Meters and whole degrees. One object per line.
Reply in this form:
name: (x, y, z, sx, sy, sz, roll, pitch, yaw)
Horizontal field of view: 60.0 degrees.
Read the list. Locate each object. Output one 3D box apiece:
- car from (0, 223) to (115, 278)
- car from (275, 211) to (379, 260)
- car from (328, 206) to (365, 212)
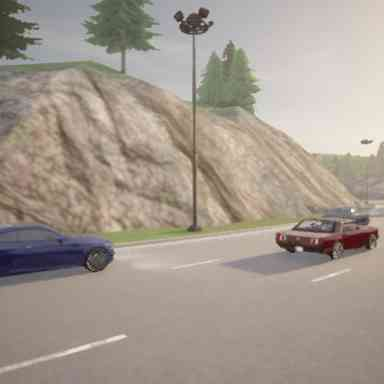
car: (-4.476, 1.583, 9.261, 4.674, 1.442, 1.812, 0, 0, -36)
car: (5.304, 1.628, 12.642, 4.718, 1.301, 1.895, 0, 0, -40)
car: (10.365, 1.604, 22.194, 4.181, 1.385, 1.994, 0, 0, -45)
